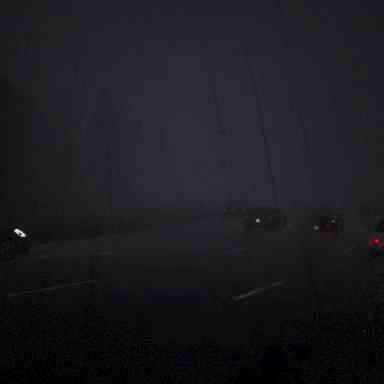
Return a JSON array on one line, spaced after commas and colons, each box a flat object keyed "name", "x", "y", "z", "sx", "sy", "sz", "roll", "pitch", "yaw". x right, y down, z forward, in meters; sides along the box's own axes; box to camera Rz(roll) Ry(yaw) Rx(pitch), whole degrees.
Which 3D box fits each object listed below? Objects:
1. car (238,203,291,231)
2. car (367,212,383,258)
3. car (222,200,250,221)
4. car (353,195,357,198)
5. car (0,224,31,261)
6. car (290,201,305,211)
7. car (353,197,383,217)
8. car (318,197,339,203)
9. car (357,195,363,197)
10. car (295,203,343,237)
[{"name": "car", "x": 4.757, "y": 1.647, "z": 21.262, "sx": 1.994, "sy": 1.385, "sz": 4.181, "roll": 0, "pitch": 0, "yaw": 27}, {"name": "car", "x": 7.850, "y": 1.624, "z": 12.249, "sx": 1.895, "sy": 1.301, "sz": 4.718, "roll": 0, "pitch": 0, "yaw": 36}, {"name": "car", "x": 4.174, "y": 1.475, "z": 28.451, "sx": 2.097, "sy": 1.767, "sz": 4.553, "roll": 0, "pitch": 0, "yaw": 23}, {"name": "car", "x": 37.539, "y": 1.519, "z": 75.061, "sx": 2.097, "sy": 1.767, "sz": 4.553, "roll": 0, "pitch": 0, "yaw": 21}, {"name": "car", "x": -7.989, "y": 1.452, "z": 11.189, "sx": 4.553, "sy": 1.767, "sz": 2.097, "roll": 0, "pitch": -1, "yaw": -36}, {"name": "car", "x": 12.590, "y": 1.738, "z": 39.964, "sx": 1.895, "sy": 1.301, "sz": 4.718, "roll": 0, "pitch": 0, "yaw": 21}, {"name": "car", "x": 16.819, "y": 1.551, "z": 31.668, "sx": 1.882, "sy": 1.535, "sz": 5.008, "roll": 0, "pitch": 0, "yaw": 22}, {"name": "car", "x": 15.302, "y": 1.463, "z": 37.338, "sx": 2.097, "sy": 1.767, "sz": 4.553, "roll": 0, "pitch": 0, "yaw": 21}, {"name": "car", "x": 32.237, "y": 1.578, "z": 61.554, "sx": 1.895, "sy": 1.301, "sz": 4.718, "roll": 0, "pitch": 0, "yaw": 21}, {"name": "car", "x": 7.299, "y": 1.583, "z": 18.572, "sx": 1.812, "sy": 1.442, "sz": 4.674, "roll": 0, "pitch": 0, "yaw": 29}]
